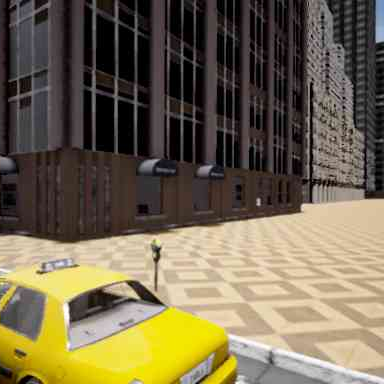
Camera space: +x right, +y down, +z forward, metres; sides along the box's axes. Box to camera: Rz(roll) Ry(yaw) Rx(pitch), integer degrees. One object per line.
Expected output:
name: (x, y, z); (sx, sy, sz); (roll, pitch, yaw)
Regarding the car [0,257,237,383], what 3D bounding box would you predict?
car: (-1.836, 1.502, 4.181); (4.829, 1.417, 1.752); (0, 0, 35)
